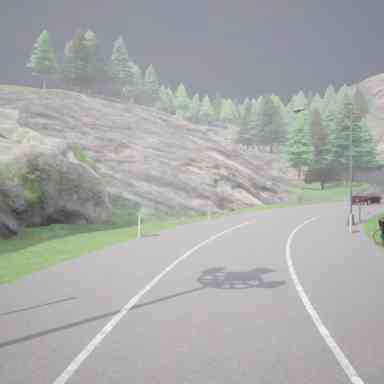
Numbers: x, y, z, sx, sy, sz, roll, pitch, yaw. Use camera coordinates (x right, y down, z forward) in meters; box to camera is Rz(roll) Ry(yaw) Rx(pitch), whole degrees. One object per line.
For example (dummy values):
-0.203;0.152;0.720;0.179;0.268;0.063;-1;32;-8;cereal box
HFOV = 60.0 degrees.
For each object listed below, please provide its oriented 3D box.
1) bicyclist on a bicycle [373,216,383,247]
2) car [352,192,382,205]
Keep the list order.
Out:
7.949;1.368;13.114;0.582;1.620;1.656;-3;-1;-34;bicyclist on a bicycle
21.321;0.741;40.599;5.008;1.535;1.882;-2;1;-38;car
